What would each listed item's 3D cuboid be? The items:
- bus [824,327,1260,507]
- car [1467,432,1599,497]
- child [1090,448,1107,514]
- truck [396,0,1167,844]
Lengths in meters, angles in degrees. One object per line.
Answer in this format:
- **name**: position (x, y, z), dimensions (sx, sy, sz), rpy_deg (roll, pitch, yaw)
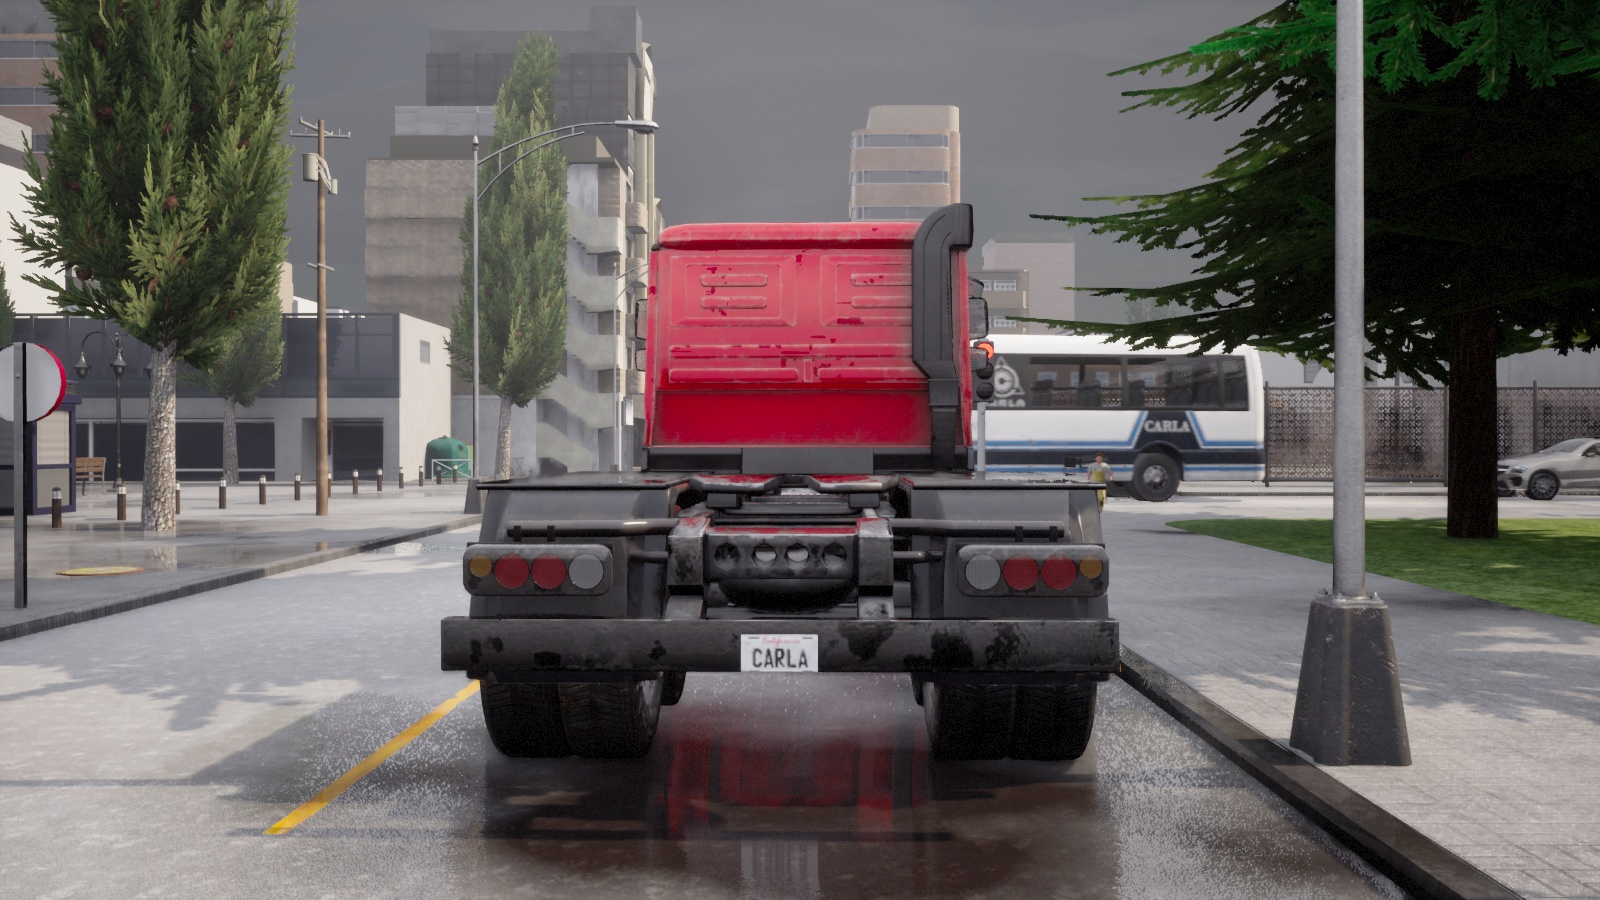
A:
- **bus**: position (6.008, -0.808, 32.340), dimensions (10.273, 4.253, 3.944), rpy_deg (0, 1, -8)
- **car**: position (20.571, 0.356, 32.893), dimensions (5.027, 1.651, 2.152), rpy_deg (0, 0, 0)
- **child**: position (5.823, 0.602, 24.491), dimensions (0.270, 1.263, 0.437), rpy_deg (0, 0, 6)
- **truck**: position (0.020, -0.284, 8.679), dimensions (2.891, 3.462, 7.936), rpy_deg (0, 0, 1)
